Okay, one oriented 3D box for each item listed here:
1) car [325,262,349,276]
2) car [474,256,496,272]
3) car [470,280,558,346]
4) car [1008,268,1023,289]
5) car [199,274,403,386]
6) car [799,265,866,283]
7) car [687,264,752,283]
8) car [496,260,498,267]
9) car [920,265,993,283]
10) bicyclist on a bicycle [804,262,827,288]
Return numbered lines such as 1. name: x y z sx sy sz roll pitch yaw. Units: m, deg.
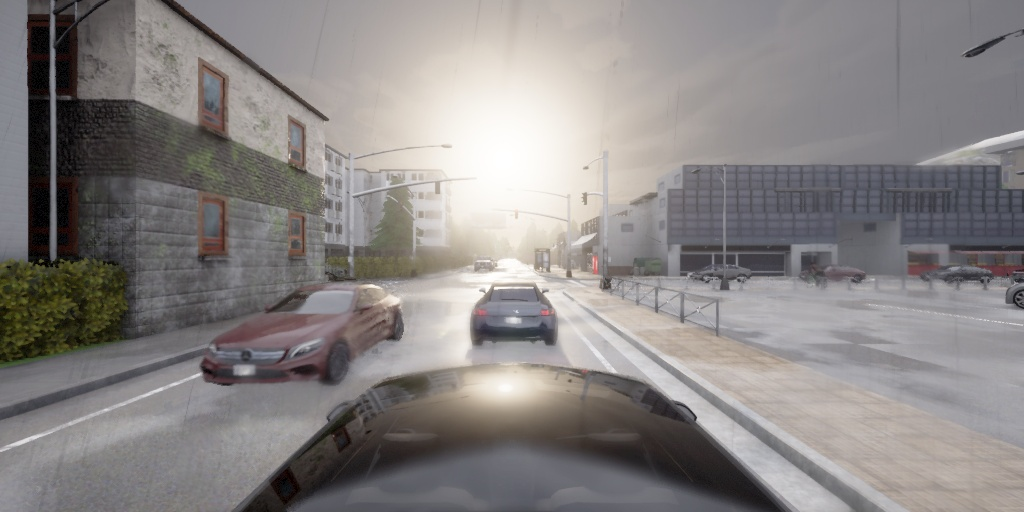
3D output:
1. car: -14.537 1.148 25.740 5.566 2.045 2.150 0 0 0
2. car: -3.653 0.972 47.080 2.150 2.045 5.566 0 0 0
3. car: 0.053 1.314 9.463 1.994 1.385 4.181 0 0 0
4. car: 39.468 1.417 25.946 4.902 1.511 2.128 0 0 0
5. car: -3.565 1.276 7.137 1.812 1.442 4.674 0 0 0
6. car: 26.398 1.452 29.590 4.674 1.442 1.812 0 0 0
7. car: 17.033 1.418 29.561 4.902 1.511 2.128 0 0 0
8. car: -3.654 1.351 56.973 1.895 1.301 4.718 0 0 0
9. car: 36.708 1.452 29.612 4.674 1.442 1.812 0 0 0
10. bicyclist on a bicycle: 18.689 1.227 22.084 0.582 1.620 1.656 0 0 0
